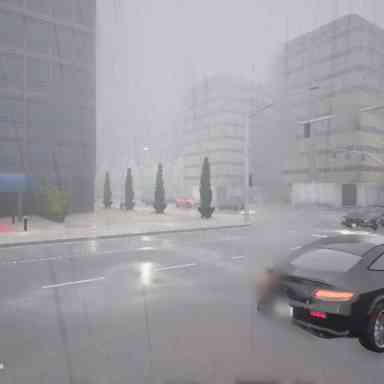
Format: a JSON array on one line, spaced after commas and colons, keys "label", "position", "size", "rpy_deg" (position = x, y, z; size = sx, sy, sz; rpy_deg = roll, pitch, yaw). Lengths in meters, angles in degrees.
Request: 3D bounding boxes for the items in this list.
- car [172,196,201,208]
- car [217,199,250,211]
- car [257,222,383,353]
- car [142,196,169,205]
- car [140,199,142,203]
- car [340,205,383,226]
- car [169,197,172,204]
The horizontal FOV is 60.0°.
[{"label": "car", "position": [-0.467, 1.352, 47.548], "size": [2.097, 1.767, 4.553], "rpy_deg": [0, 0, -35]}, {"label": "car", "position": [4.916, 1.564, 39.870], "size": [1.994, 1.385, 4.181], "rpy_deg": [0, 0, -35]}, {"label": "car", "position": [3.210, 1.526, 6.110], "size": [4.674, 1.442, 1.812], "rpy_deg": [0, 0, -35]}, {"label": "car", "position": [-6.161, 1.564, 55.686], "size": [1.994, 1.385, 4.181], "rpy_deg": [0, 0, -35]}, {"label": "car", "position": [-8.640, 1.563, 65.639], "size": [1.994, 1.385, 4.181], "rpy_deg": [0, 0, -35]}, {"label": "car", "position": [11.572, 1.547, 20.901], "size": [5.357, 1.411, 2.033], "rpy_deg": [0, 0, -36]}, {"label": "car", "position": [-4.439, 1.601, 65.741], "size": [1.895, 1.301, 4.718], "rpy_deg": [0, 0, -35]}]
